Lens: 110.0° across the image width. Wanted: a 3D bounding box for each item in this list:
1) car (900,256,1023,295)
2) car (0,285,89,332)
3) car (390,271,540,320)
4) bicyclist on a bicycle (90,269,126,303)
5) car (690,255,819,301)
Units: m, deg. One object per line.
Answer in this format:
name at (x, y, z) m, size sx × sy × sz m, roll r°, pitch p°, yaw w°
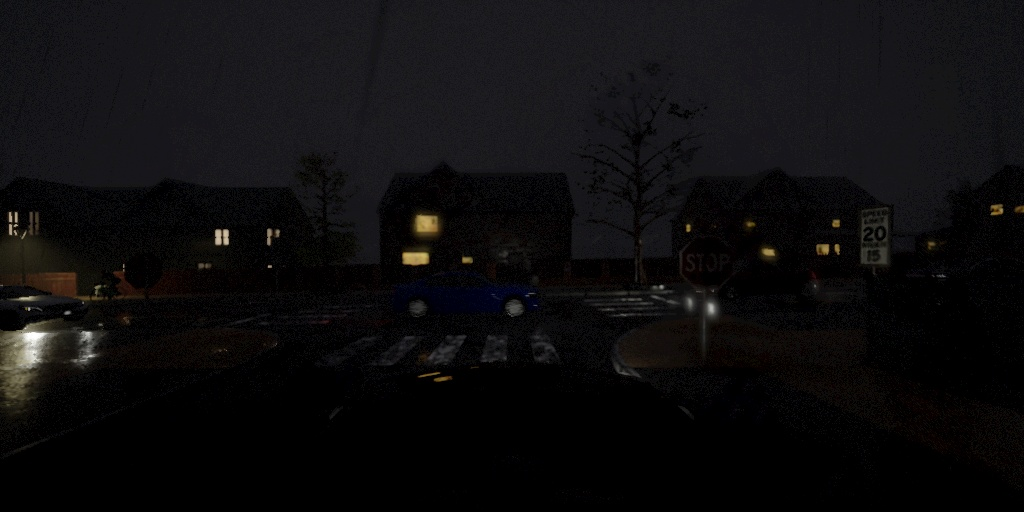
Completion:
car at (19.545, 0.771, 15.303) m, size 4.902 × 1.511 × 2.128 m, roll -1°, pitch 1°, yaw 0°
car at (-17.402, 1.708, 12.140) m, size 4.674 × 1.442 × 1.812 m, roll -2°, pitch 1°, yaw 0°
car at (-1.549, 1.255, 12.254) m, size 5.008 × 1.535 × 1.882 m, roll -1°, pitch 0°, yaw 0°
bicyclist on a bicycle at (-20.233, 1.488, 17.973) m, size 0.582 × 1.620 × 1.656 m, roll -1°, pitch 1°, yaw 0°
car at (10.112, 0.854, 15.250) m, size 4.553 × 1.767 × 2.097 m, roll -1°, pitch 1°, yaw 0°
